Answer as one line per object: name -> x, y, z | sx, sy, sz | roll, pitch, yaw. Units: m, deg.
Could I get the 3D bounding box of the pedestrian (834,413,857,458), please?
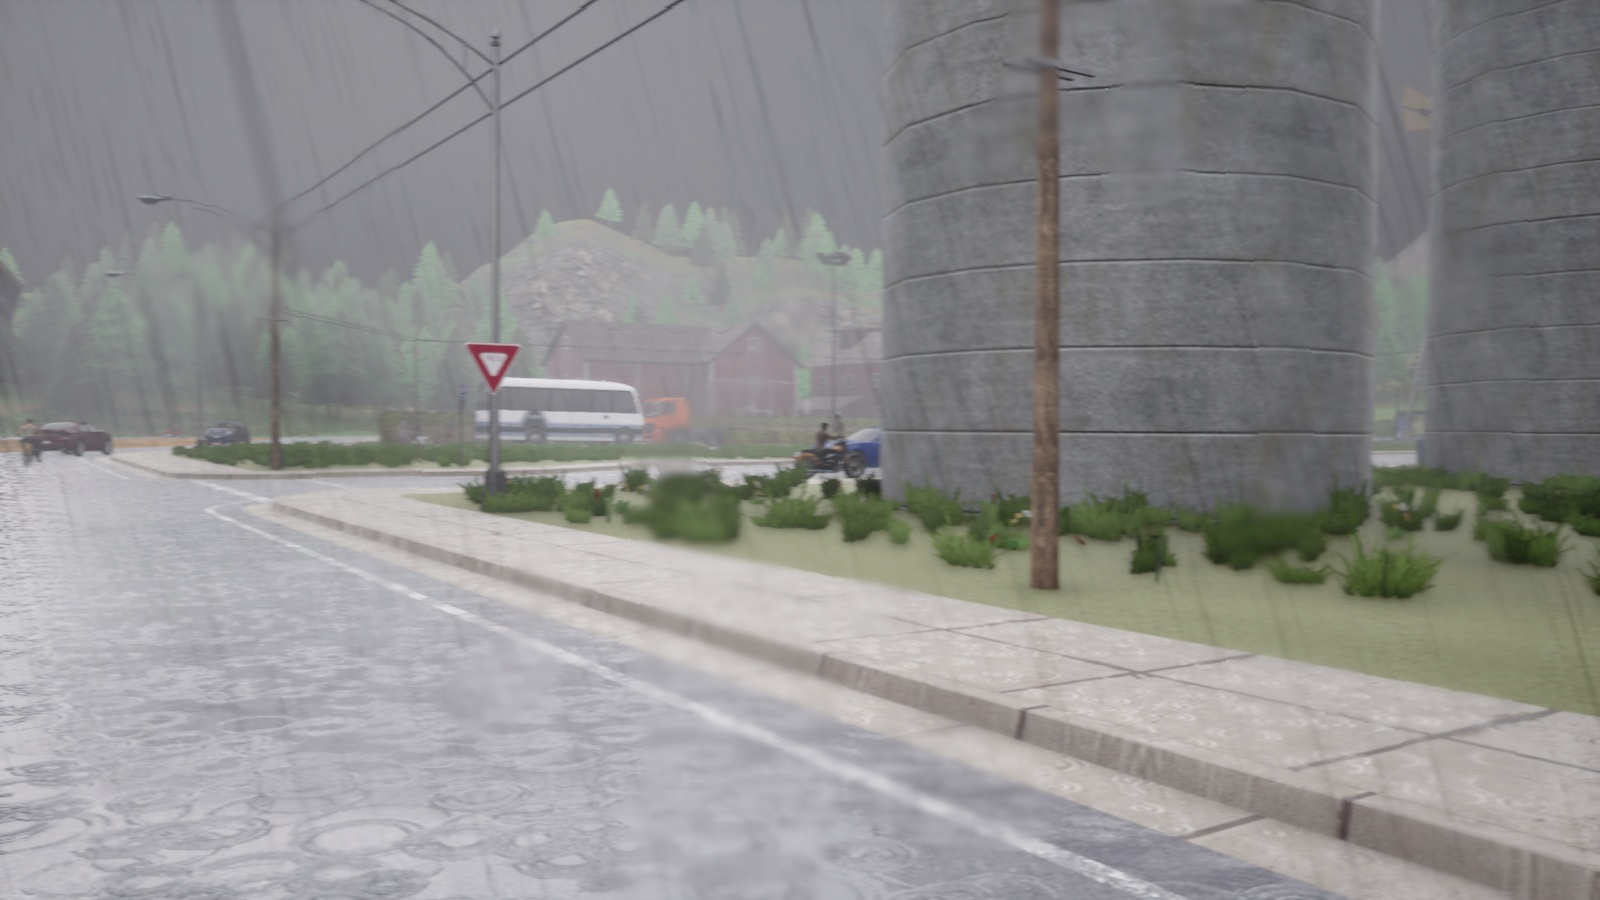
pedestrian -> 1.825, -0.598, 50.685 | 0.869, 1.805, 0.328 | -1, 1, -34

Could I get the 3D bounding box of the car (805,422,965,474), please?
car -> 2.787, -0.095, 40.497 | 5.008, 1.535, 1.882 | -1, 1, -33

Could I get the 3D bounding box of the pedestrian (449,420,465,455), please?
pedestrian -> -18.547, -0.666, 67.884 | 0.694, 1.848, 0.540 | -1, 1, -35

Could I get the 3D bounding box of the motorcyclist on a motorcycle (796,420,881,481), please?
motorcyclist on a motorcycle -> 1.082, 0.000, 35.176 | 2.350, 1.649, 0.766 | -1, 1, -33

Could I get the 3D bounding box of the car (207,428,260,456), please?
car -> -35.200, -0.513, 78.130 | 1.851, 1.617, 3.988 | -1, 1, -7

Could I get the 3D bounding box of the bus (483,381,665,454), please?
bus -> -13.866, -1.938, 77.419 | 10.273, 4.253, 3.944 | 0, 1, -30

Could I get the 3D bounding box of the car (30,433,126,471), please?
car -> -31.823, 0.033, 55.524 | 1.882, 1.535, 5.008 | -1, 1, -8

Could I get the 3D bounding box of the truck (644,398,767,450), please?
truck -> -6.449, -1.806, 86.405 | 7.936, 3.462, 2.891 | -1, 1, -33
